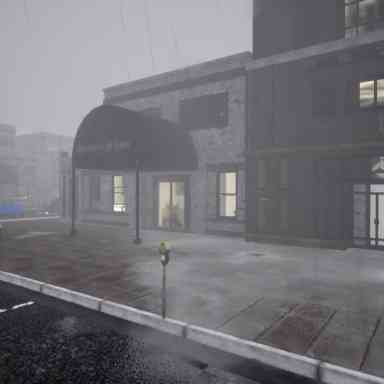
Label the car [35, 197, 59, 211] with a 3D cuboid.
[{"bbox_3d":[-16.438,1.413,41.223,2.097,1.767,4.553,0,0,35],"label":"car"}]

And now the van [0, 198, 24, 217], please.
[{"bbox_3d":[-17.327,1.415,29.849,1.690,1.788,3.998,0,0,35],"label":"van"}]
